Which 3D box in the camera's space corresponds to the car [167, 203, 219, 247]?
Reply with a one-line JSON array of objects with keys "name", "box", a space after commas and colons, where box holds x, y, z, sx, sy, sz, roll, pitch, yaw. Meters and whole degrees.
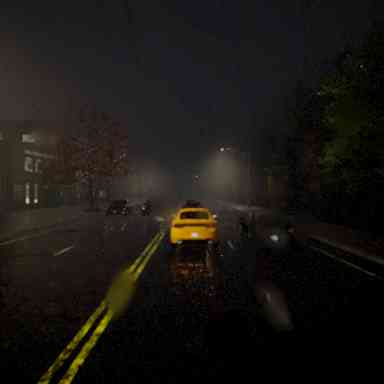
[{"name": "car", "box": [0.106, 1.454, 14.905, 1.882, 1.535, 5.008, 0, 0, 0]}]

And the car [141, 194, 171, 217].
[{"name": "car", "box": [-3.348, 1.303, 30.616, 2.097, 1.767, 4.553, 0, 0, 0]}]

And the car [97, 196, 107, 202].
[{"name": "car", "box": [-20.660, 1.697, 79.963, 4.313, 1.339, 1.947, -1, 1, -1]}]

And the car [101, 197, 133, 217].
[{"name": "car", "box": [-6.596, 1.457, 30.570, 1.837, 1.490, 4.892, 0, 0, 0]}]

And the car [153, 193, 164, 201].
[{"name": "car", "box": [-7.064, 1.018, 71.284, 1.882, 1.535, 5.008, 0, 0, -1]}]

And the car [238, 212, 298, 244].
[{"name": "car", "box": [3.356, 1.576, 15.614, 1.895, 1.301, 4.718, 0, 0, 0]}]

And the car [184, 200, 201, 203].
[{"name": "car", "box": [0.088, 1.510, 33.791, 1.994, 1.385, 4.181, 0, 0, 0]}]

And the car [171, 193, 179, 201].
[{"name": "car", "box": [-3.808, 0.930, 70.952, 2.097, 1.767, 4.553, 0, 0, -1]}]
